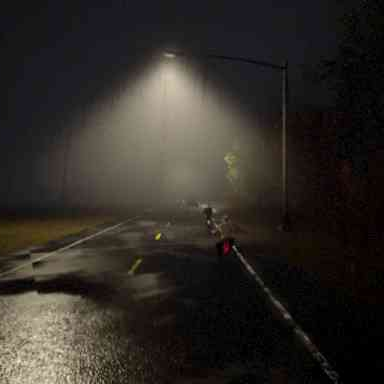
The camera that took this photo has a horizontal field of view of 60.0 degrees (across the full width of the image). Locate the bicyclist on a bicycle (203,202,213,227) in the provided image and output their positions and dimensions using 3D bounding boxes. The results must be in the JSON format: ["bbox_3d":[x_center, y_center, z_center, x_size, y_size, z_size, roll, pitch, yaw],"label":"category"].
[{"bbox_3d":[0.941,1.472,19.505,0.659,1.776,1.843,0,0,0],"label":"bicyclist on a bicycle"}]

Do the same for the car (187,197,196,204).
[{"bbox_3d":[-0.089,1.904,73.611,1.812,1.442,4.674,0,0,0],"label":"car"}]

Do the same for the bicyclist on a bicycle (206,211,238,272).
[{"bbox_3d":[0.987,1.489,10.082,0.866,1.612,1.509,0,0,-1],"label":"bicyclist on a bicycle"}]

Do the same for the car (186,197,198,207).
[{"bbox_3d":[0.031,1.859,57.425,1.994,1.385,4.181,0,0,0],"label":"car"}]
